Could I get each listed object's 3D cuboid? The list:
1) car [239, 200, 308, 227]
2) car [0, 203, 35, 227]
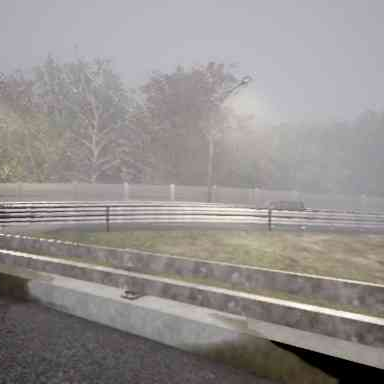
[{"bbox_3d":[6.602,1.635,26.832,5.566,2.045,2.150,2,0,-16],"label":"car"},{"bbox_3d":[-13.011,1.419,21.131,5.357,1.411,2.033,0,0,-16],"label":"car"}]
